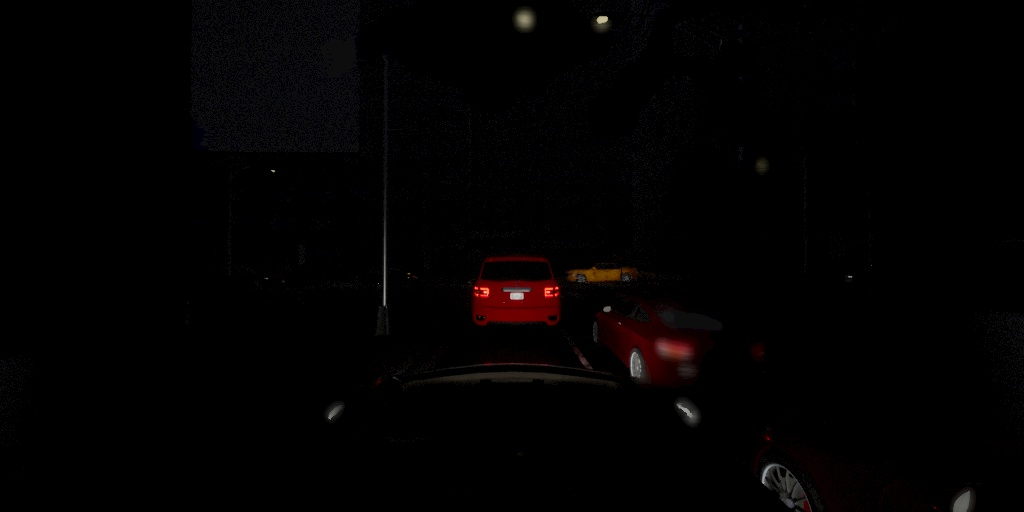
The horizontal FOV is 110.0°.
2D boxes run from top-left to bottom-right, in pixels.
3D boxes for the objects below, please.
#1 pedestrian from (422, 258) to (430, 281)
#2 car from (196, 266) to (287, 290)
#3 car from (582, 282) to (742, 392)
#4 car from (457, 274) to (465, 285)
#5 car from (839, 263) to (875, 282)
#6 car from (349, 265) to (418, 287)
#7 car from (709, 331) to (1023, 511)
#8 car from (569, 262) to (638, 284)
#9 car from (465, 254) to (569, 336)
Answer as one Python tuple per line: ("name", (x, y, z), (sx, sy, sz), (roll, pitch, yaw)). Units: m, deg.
("pedestrian", (-6.866, 1.043, 28.527), (0.375, 1.860, 0.375), (0, -1, 0))
("car", (-16.975, 1.386, 22.689), (5.008, 1.535, 1.882), (-1, -1, 0))
("car", (2.631, 1.333, 6.460), (1.802, 1.307, 4.207), (0, 0, 0))
("car", (-1.006, 1.348, 22.637), (4.718, 1.301, 1.895), (0, 0, 0))
("car", (26.302, 1.150, 25.524), (4.718, 1.301, 1.895), (0, -1, 0))
("car", (-9.121, 1.396, 25.615), (4.674, 1.442, 1.812), (-1, -1, 0))
("car", (2.640, 1.332, 1.021), (1.802, 1.307, 4.207), (0, 0, 0))
("car", (6.370, 1.195, 25.578), (5.008, 1.535, 1.882), (0, -1, 0))
("car", (0.083, 0.974, 10.542), (2.150, 2.045, 5.566), (0, 0, 0))
